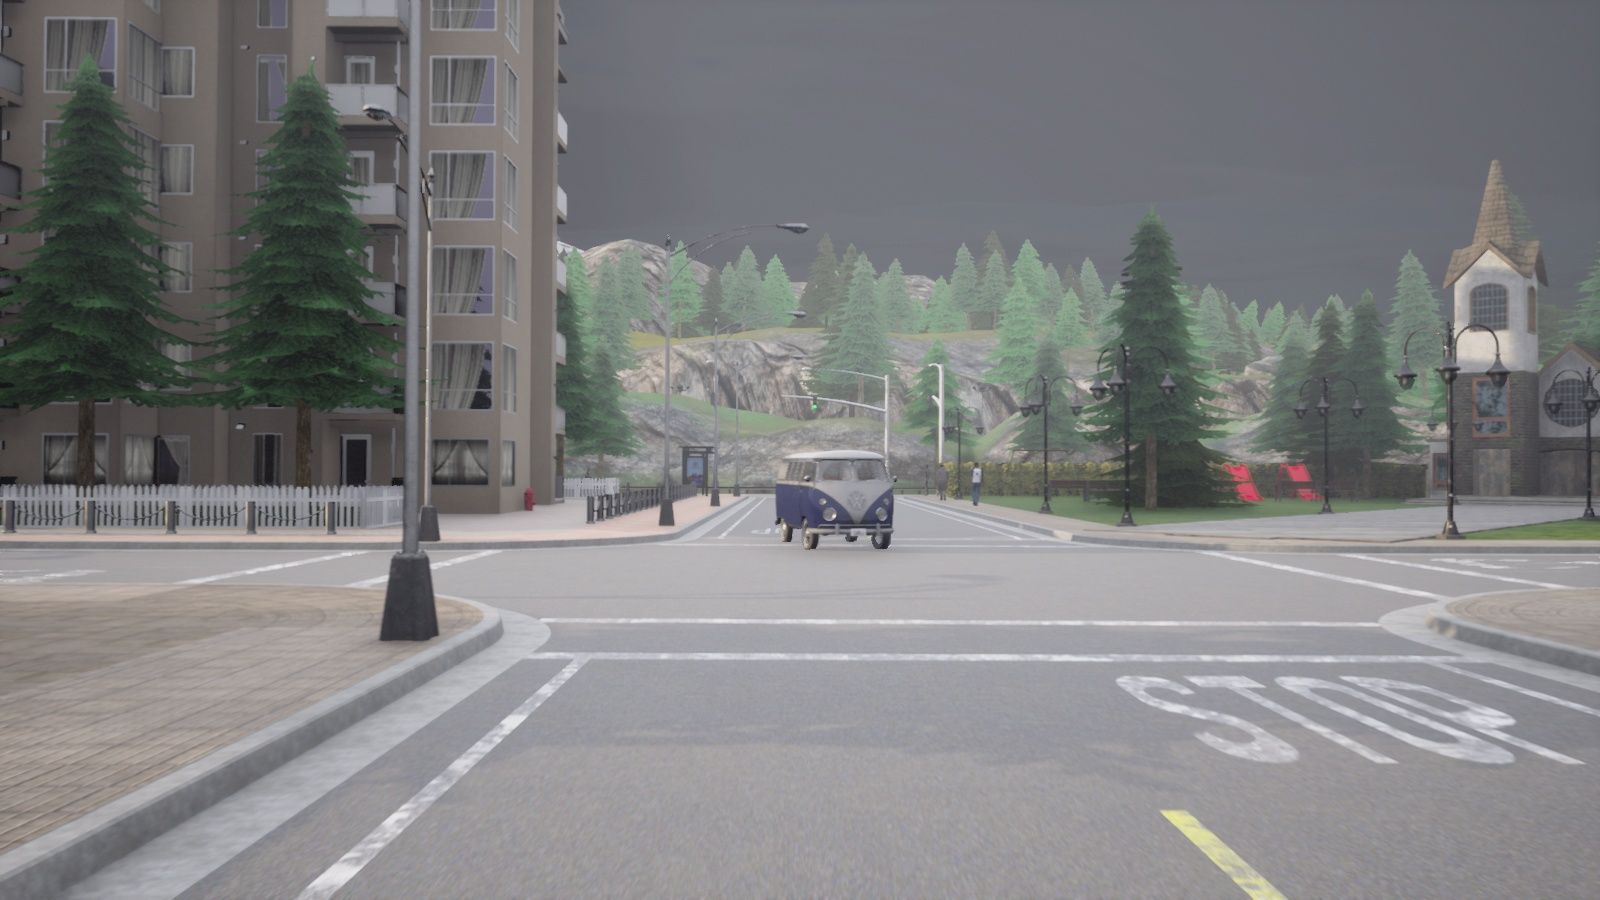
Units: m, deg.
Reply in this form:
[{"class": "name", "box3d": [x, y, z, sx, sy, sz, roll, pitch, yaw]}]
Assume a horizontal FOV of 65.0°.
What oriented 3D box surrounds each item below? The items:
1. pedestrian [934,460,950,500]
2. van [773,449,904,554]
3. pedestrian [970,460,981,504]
[{"class": "pedestrian", "box3d": [6.972, 1.480, 61.653, 0.659, 1.952, 0.873, 0, -1, -2]}, {"class": "van", "box3d": [0.697, 1.008, 26.297, 1.775, 1.987, 4.442, 0, -1, -11]}, {"class": "pedestrian", "box3d": [7.241, 1.314, 51.827, 0.354, 1.836, 0.706, 0, -1, -2]}]
